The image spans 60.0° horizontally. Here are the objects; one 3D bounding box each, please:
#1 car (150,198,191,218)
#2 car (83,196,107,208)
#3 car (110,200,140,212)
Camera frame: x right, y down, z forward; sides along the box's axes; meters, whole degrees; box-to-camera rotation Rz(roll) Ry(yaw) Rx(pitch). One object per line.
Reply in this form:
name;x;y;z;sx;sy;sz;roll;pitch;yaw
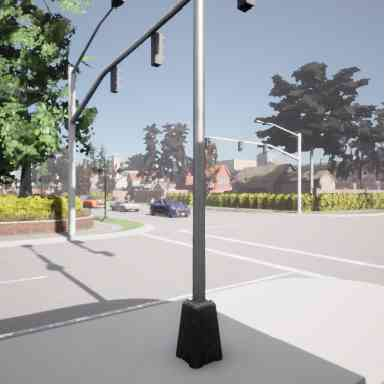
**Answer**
car;-2.078;1.352;30.790;2.097;1.767;4.553;0;0;-36
car;-13.712;1.352;46.866;2.097;1.767;4.553;0;0;-36
car;-7.822;1.601;38.726;1.895;1.301;4.718;0;0;-36
